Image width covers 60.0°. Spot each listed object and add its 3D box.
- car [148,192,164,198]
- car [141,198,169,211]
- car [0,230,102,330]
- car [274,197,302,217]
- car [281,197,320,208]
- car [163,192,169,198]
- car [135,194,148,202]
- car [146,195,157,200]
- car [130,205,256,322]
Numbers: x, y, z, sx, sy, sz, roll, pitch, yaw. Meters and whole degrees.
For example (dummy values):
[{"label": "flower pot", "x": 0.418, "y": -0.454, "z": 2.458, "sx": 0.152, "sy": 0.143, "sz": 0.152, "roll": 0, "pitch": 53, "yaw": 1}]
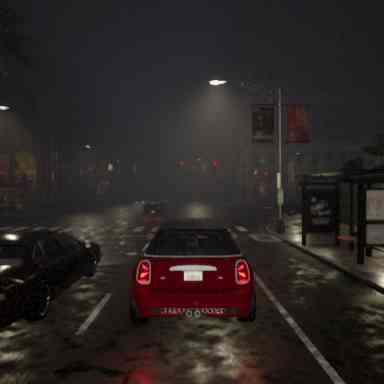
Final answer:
[{"label": "car", "x": -7.763, "y": 1.386, "z": 72.312, "sx": 1.882, "sy": 1.535, "sz": 5.008, "roll": 0, "pitch": 0, "yaw": -1}, {"label": "car", "x": -3.747, "y": 1.558, "z": 33.801, "sx": 1.895, "sy": 1.301, "sz": 4.718, "roll": 0, "pitch": 0, "yaw": -1}, {"label": "car", "x": -3.491, "y": 1.538, "z": 7.164, "sx": 2.033, "sy": 1.411, "sz": 5.357, "roll": 0, "pitch": 0, "yaw": 0}, {"label": "car", "x": 9.991, "y": 1.451, "z": 30.793, "sx": 4.902, "sy": 1.511, "sz": 2.128, "roll": 0, "pitch": 0, "yaw": -17}, {"label": "car", "x": 15.116, "y": 1.444, "z": 46.592, "sx": 4.892, "sy": 1.490, "sz": 1.837, "roll": 0, "pitch": 0, "yaw": 0}, {"label": "car", "x": -7.395, "y": 1.113, "z": 87.981, "sx": 2.150, "sy": 2.045, "sz": 5.566, "roll": 0, "pitch": 0, "yaw": 6}, {"label": "car", "x": -11.273, "y": 1.262, "z": 73.256, "sx": 2.097, "sy": 1.767, "sz": 4.553, "roll": 0, "pitch": 0, "yaw": -1}, {"label": "car", "x": -10.786, "y": 1.482, "z": 89.111, "sx": 1.895, "sy": 1.301, "sz": 4.718, "roll": 0, "pitch": 0, "yaw": 9}, {"label": "car", "x": 0.008, "y": 1.342, "z": 7.369, "sx": 2.097, "sy": 1.767, "sz": 4.553, "roll": 0, "pitch": 0, "yaw": 0}]
